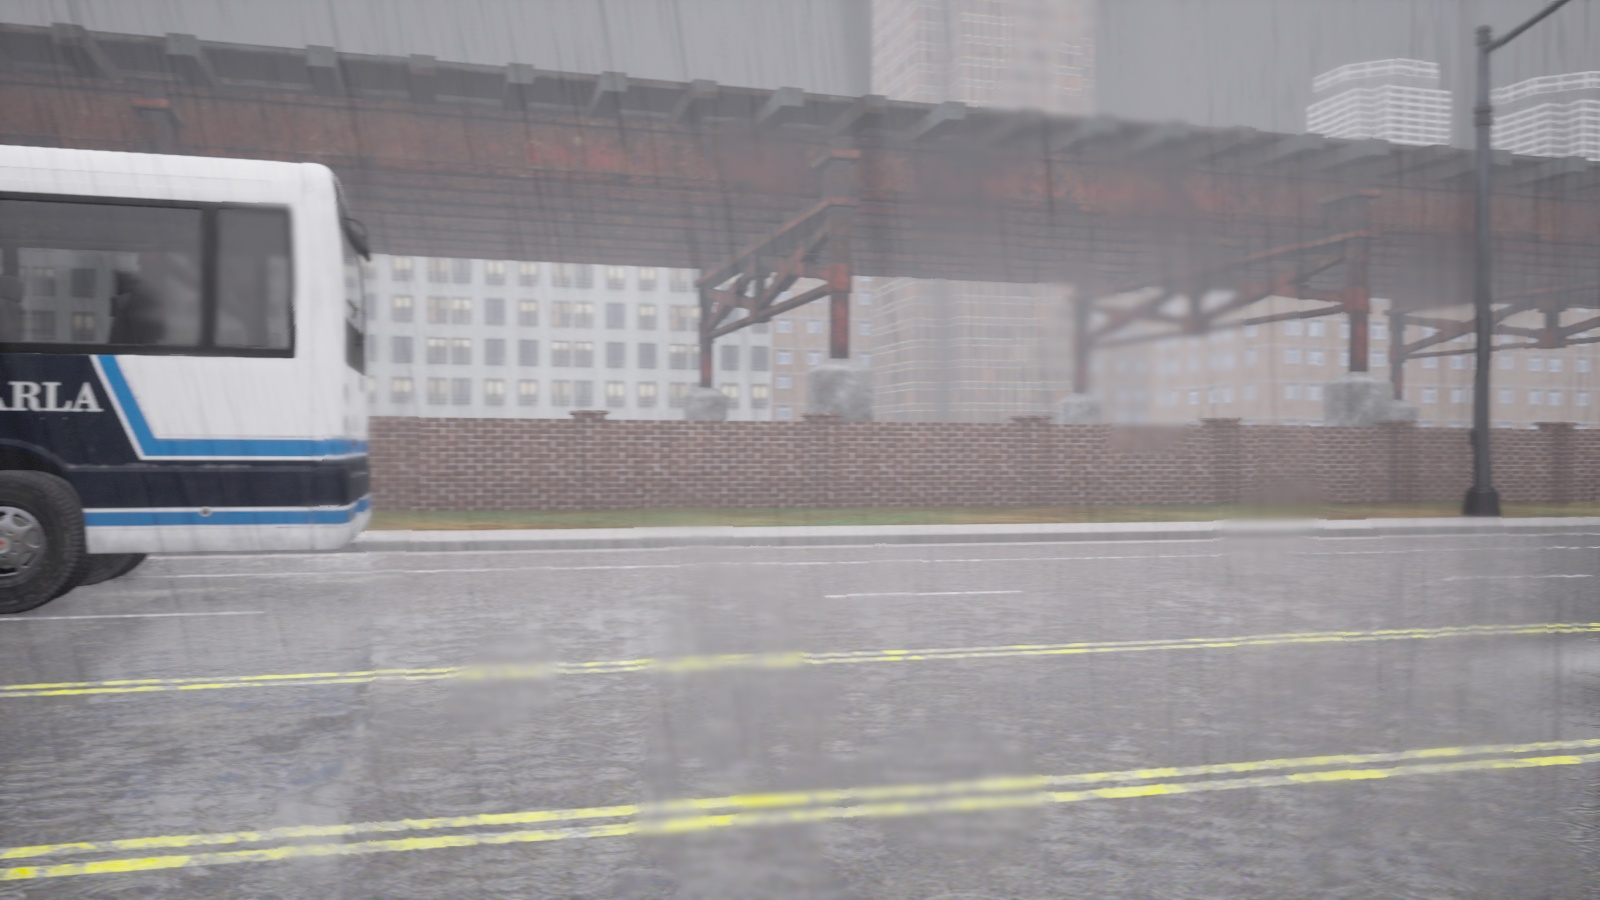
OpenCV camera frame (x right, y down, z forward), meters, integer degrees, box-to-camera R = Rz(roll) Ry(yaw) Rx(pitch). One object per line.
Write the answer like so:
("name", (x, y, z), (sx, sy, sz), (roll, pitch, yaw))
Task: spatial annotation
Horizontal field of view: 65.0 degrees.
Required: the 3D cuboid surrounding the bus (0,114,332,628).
("bus", (-9.955, -0.652, 11.536), (10.273, 4.253, 3.944), (0, 0, -15))
